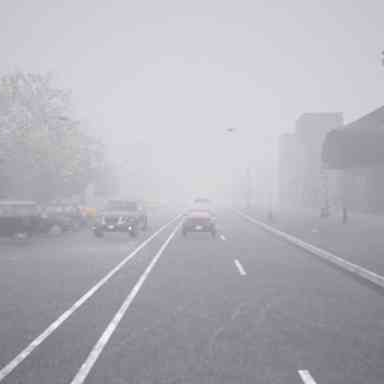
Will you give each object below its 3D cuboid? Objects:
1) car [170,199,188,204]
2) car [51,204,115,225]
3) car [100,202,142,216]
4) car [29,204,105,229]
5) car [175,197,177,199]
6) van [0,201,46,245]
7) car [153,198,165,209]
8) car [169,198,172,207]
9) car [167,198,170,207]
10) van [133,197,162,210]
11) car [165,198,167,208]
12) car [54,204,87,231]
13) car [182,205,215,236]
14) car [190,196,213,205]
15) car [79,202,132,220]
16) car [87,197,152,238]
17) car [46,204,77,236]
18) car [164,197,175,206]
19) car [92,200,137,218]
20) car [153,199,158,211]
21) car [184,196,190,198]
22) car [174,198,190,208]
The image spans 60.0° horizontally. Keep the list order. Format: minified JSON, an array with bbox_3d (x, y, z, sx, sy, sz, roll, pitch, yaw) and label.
[{"bbox_3d":[-3.560,2.646,92.409,4.792,1.488,2.163,-1,0,-13],"label":"car"},{"bbox_3d":[-8.888,1.812,27.359,4.792,1.488,2.163,-1,-1,-18],"label":"car"},{"bbox_3d":[-8.365,1.972,39.223,4.674,1.452,2.002,-1,-1,-17],"label":"car"},{"bbox_3d":[-9.021,1.747,24.379,5.008,1.535,2.097,-1,0,-18],"label":"car"},{"bbox_3d":[-6.139,2.353,68.798,5.008,1.535,2.097,-1,-1,-15],"label":"car"},{"bbox_3d":[-9.397,1.423,15.430,4.442,1.987,1.878,-1,0,-19],"label":"van"},{"bbox_3d":[-7.437,2.091,51.132,5.366,1.575,1.946,-1,-1,-16],"label":"car"},{"bbox_3d":[-6.675,2.311,62.882,4.674,1.452,2.002,-1,-1,-15],"label":"car"},{"bbox_3d":[-6.910,2.267,59.944,4.674,1.452,2.002,0,-1,-15],"label":"car"},{"bbox_3d":[-7.290,1.913,54.080,4.442,1.987,1.878,-1,-1,-16],"label":"van"},{"bbox_3d":[-7.168,2.224,57.001,4.674,1.452,2.002,-1,-1,-16],"label":"car"},{"bbox_3d":[-9.093,1.587,21.417,4.553,1.767,2.185,-1,0,-18],"label":"car"},{"bbox_3d":[0.413,1.732,19.798,1.812,1.442,4.674,0,-1,1],"label":"car"},{"bbox_3d":[1.274,1.669,39.867,2.150,2.045,5.566,0,-1,3],"label":"car"},{"bbox_3d":[-8.673,1.857,33.290,4.892,1.521,2.231,-1,-1,-18],"label":"car"},{"bbox_3d":[-3.947,1.422,19.286,2.150,2.045,5.566,0,-1,2],"label":"car"},{"bbox_3d":[-9.218,1.680,18.445,5.008,1.535,2.097,-1,-1,-19],"label":"car"},{"bbox_3d":[-6.601,2.312,65.795,5.366,1.575,1.946,-1,-1,-15],"label":"car"},{"bbox_3d":[-8.488,1.768,36.260,4.553,1.767,2.185,-1,-1,-17],"label":"car"},{"bbox_3d":[-7.821,2.094,48.115,4.674,1.452,2.002,-1,-1,-16],"label":"car"},{"bbox_3d":[-4.064,2.556,86.571,5.366,1.575,1.946,-1,-1,-13],"label":"car"},{"bbox_3d":[-1.533,2.315,61.071,1.994,1.385,4.181,0,-1,5],"label":"car"}]
